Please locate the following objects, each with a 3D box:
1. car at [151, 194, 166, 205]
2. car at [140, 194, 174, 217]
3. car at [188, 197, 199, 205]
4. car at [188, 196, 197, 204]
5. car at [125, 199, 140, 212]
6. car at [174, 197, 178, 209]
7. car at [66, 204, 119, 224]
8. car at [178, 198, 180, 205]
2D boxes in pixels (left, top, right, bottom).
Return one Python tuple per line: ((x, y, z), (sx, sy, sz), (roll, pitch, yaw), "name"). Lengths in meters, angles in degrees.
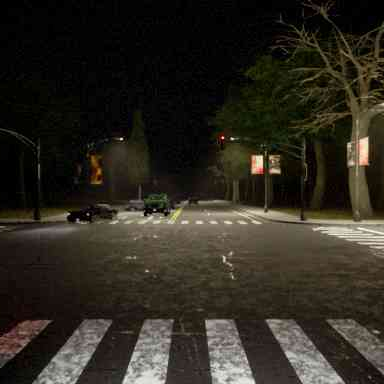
((-6.392, 1.432, 63.957), (2.150, 2.045, 5.566), (0, -1, 1), "car")
((-3.285, 1.241, 32.113), (2.150, 2.045, 5.566), (0, 0, 0), "car")
((0.228, 1.674, 62.258), (2.128, 1.511, 4.902), (0, 0, 0), "car")
((0.197, 1.741, 72.625), (1.882, 1.535, 5.008), (0, 0, 0), "car")
((-6.521, 1.583, 39.215), (2.033, 1.411, 5.357), (0, 0, 0), "car")
((-3.262, 1.613, 43.059), (1.994, 1.385, 4.181), (0, 0, 0), "car")
((-7.255, 1.603, 24.638), (1.895, 1.301, 4.718), (0, 0, 12), "car")
((-3.163, 1.713, 62.898), (1.812, 1.442, 4.674), (0, -1, 1), "car")
